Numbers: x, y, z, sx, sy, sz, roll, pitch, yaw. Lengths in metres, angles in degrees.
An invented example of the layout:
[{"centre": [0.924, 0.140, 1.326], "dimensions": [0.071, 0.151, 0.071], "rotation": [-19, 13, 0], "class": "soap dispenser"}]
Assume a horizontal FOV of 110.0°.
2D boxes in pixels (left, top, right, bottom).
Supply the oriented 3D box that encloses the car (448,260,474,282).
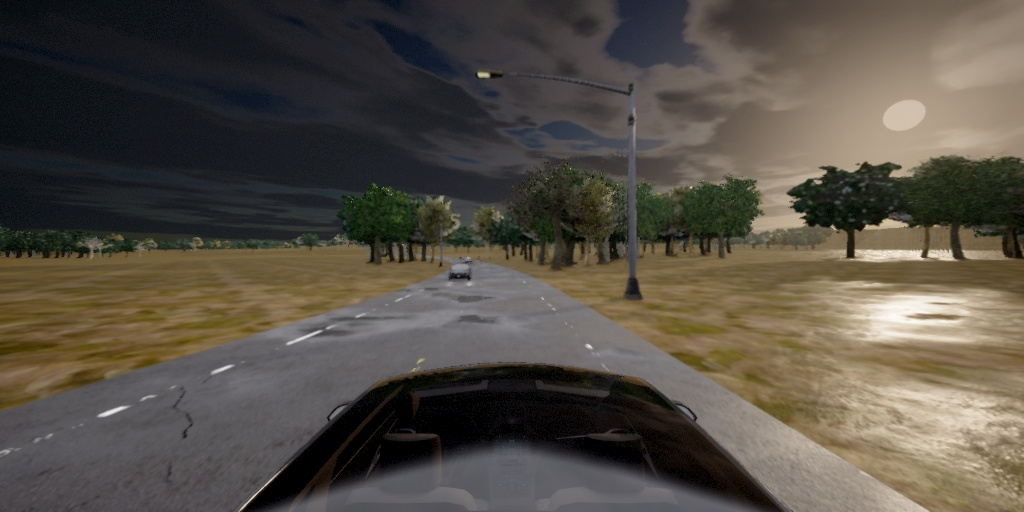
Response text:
[{"centre": [-4.502, 1.384, 31.801], "dimensions": [1.882, 1.535, 5.008], "rotation": [0, 0, -3], "class": "car"}]
